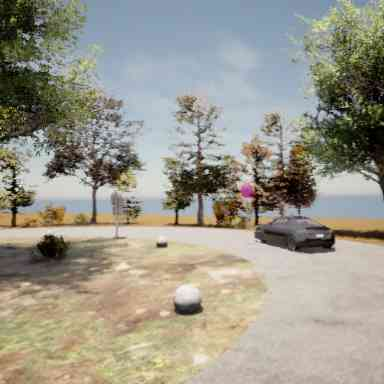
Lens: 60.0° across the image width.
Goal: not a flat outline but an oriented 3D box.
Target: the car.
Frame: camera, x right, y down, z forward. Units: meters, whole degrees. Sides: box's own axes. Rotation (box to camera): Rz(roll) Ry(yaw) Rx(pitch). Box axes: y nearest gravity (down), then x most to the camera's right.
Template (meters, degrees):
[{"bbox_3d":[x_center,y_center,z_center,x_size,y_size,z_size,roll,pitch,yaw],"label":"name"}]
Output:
[{"bbox_3d":[4.643,1.817,15.593,1.994,1.385,4.181,0,-1,-18],"label":"car"}]
